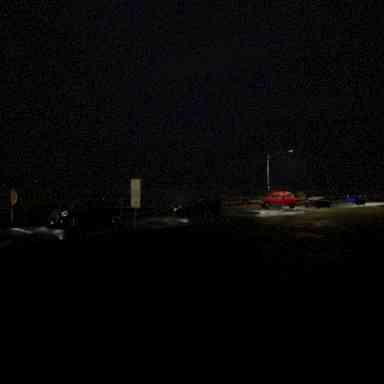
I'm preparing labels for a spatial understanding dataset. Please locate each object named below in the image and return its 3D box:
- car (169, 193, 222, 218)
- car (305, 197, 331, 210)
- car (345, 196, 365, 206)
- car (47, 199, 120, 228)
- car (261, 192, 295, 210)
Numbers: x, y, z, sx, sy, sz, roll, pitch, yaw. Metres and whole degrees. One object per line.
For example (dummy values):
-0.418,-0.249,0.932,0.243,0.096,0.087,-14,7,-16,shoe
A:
0.473,1.136,30.147,2.150,2.045,5.566,1,1,43,car
16.187,1.401,42.622,2.128,1.511,4.902,1,0,43,car
25.906,1.364,52.785,1.882,1.535,5.008,1,1,43,car
-7.025,1.291,21.878,2.097,1.767,4.553,1,1,41,car
10.713,1.093,41.118,2.150,2.045,5.566,1,2,43,car
